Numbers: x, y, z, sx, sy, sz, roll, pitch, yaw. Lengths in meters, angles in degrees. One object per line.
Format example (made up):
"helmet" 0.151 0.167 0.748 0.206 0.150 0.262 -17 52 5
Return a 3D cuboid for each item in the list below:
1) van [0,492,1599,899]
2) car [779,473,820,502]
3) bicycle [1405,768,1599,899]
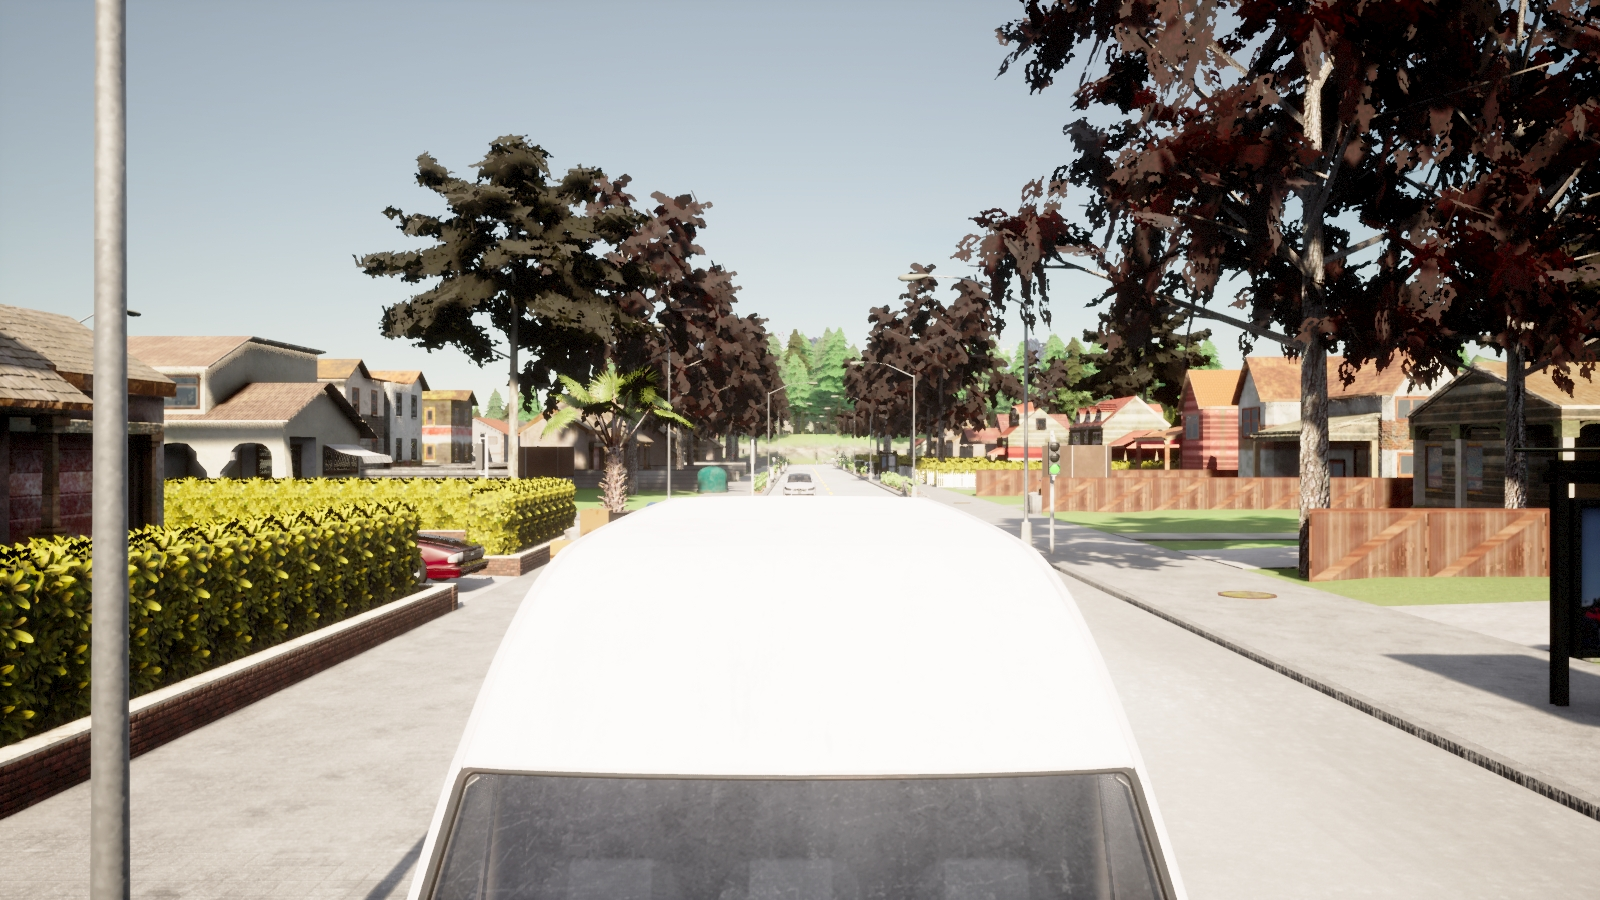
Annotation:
"van" 0.002 1.537 4.030 1.988 2.561 5.915 0 0 0
"car" -0.024 2.087 64.511 2.231 1.480 4.892 0 0 0
"bicycle" 2.687 2.062 3.843 0.329 1.471 1.835 0 0 0
